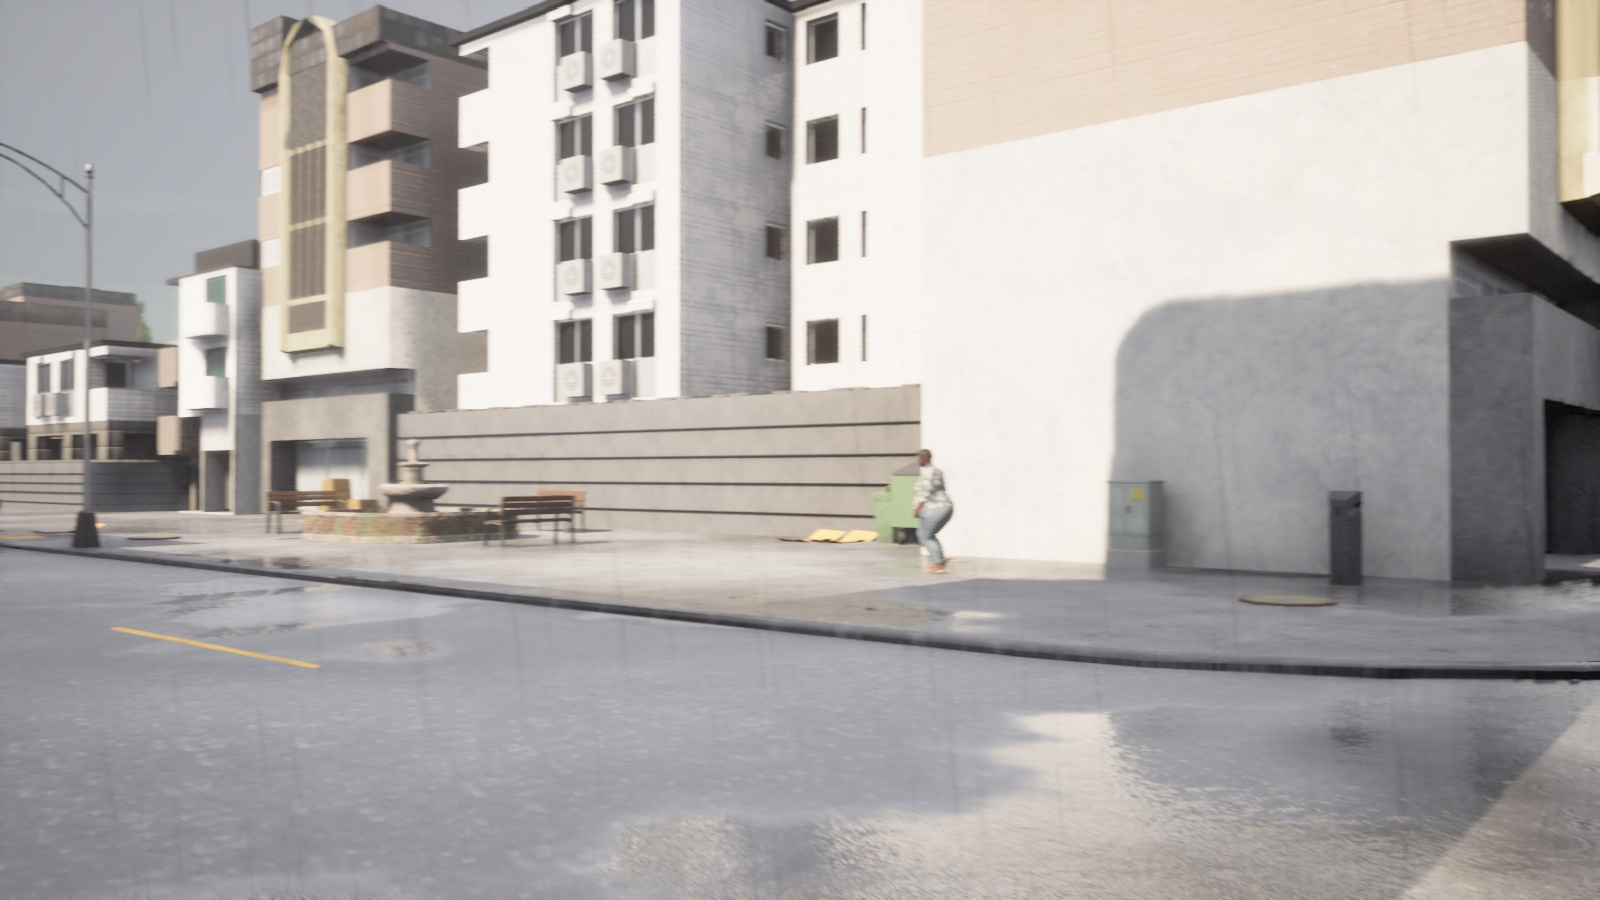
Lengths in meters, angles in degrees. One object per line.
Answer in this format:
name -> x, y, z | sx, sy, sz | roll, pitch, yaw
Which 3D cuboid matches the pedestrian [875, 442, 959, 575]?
pedestrian -> 1.695, 0.822, 18.126 | 0.900, 1.855, 0.874 | -1, -1, 30
